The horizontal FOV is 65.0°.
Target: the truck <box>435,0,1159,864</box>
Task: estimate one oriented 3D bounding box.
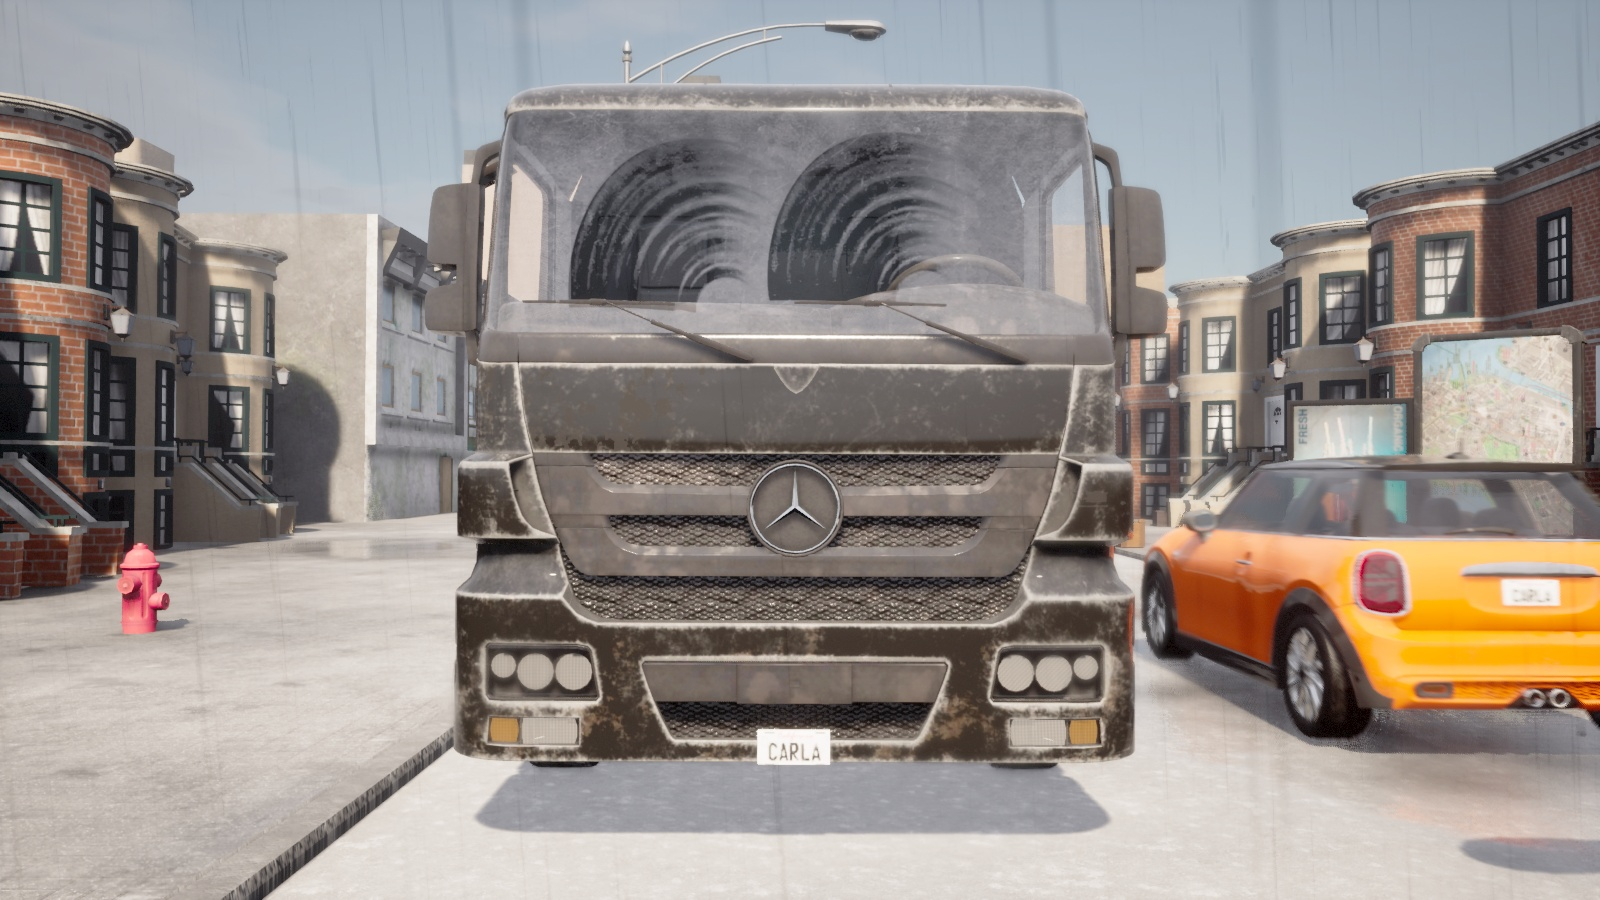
[{"bbox_3d":[-0.027,-0.016,9.012,2.891,3.462,7.936,0,-1,0],"label":"truck"}]

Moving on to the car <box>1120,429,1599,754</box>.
[{"bbox_3d":[3.975,0.810,9.145,2.097,1.767,4.553,0,-1,0],"label":"car"}]
